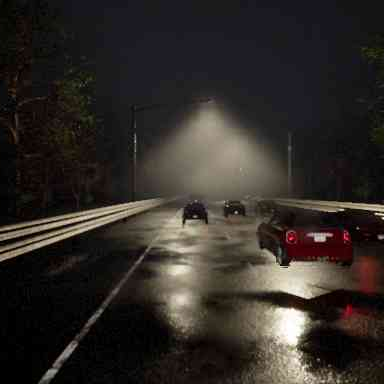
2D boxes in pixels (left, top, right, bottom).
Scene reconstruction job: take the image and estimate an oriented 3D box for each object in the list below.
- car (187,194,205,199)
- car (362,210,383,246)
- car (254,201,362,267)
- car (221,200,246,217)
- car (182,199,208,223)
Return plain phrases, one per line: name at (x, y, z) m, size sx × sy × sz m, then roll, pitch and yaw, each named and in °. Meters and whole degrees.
car at (0.537, 1.222, 43.040) m, size 2.150 × 2.045 × 5.566 m, roll 0°, pitch 0°, yaw 1°
car at (7.157, 1.528, 14.840) m, size 1.812 × 1.442 × 4.674 m, roll 0°, pitch 0°, yaw 0°
car at (3.639, 1.354, 11.547) m, size 2.097 × 1.767 × 4.553 m, roll 0°, pitch 0°, yaw 0°
car at (3.831, 1.506, 30.994) m, size 1.837 × 1.490 × 4.892 m, roll 0°, pitch 0°, yaw 1°
car at (0.256, 1.527, 25.313) m, size 1.812 × 1.442 × 4.674 m, roll 0°, pitch 0°, yaw 1°
